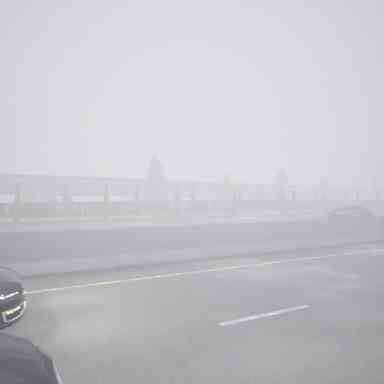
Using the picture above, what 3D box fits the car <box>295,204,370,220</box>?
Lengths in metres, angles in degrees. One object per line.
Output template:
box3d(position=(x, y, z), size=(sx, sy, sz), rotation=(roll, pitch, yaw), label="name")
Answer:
box3d(position=(8.223, 1.670, 19.961), size=(4.674, 1.442, 1.812), rotation=(1, 0, -29), label="car")

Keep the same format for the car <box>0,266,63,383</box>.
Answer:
box3d(position=(-3.190, 1.495, 1.554), size=(4.902, 1.511, 2.128), rotation=(-1, 0, -29), label="car")

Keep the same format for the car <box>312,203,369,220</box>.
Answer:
box3d(position=(13.895, 1.790, 31.024), size=(5.357, 1.411, 2.033), rotation=(1, 0, -29), label="car")

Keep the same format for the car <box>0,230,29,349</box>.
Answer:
box3d(position=(-5.007, 1.509, 4.550), size=(4.892, 1.490, 1.837), rotation=(-1, 0, -29), label="car")

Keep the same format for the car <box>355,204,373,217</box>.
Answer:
box3d(position=(12.096, 1.711, 26.053), size=(4.892, 1.490, 1.837), rotation=(1, -1, -29), label="car")
